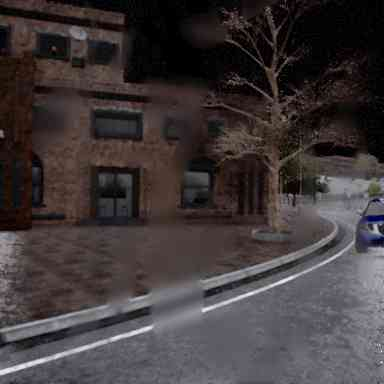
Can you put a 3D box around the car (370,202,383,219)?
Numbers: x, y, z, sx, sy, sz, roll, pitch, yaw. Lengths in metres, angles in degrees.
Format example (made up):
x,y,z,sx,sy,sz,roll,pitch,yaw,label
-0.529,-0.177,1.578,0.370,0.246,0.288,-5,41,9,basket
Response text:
x,y,z,sx,sy,sz,roll,pitch,yaw,label
17.733,1.673,29.578,1.994,1.385,4.181,1,0,9,car

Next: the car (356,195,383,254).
x,y,z,sx,sy,sz,roll,pitch,yaw,label
8.110,1.271,13.439,2.150,2.045,5.566,0,0,33,car
